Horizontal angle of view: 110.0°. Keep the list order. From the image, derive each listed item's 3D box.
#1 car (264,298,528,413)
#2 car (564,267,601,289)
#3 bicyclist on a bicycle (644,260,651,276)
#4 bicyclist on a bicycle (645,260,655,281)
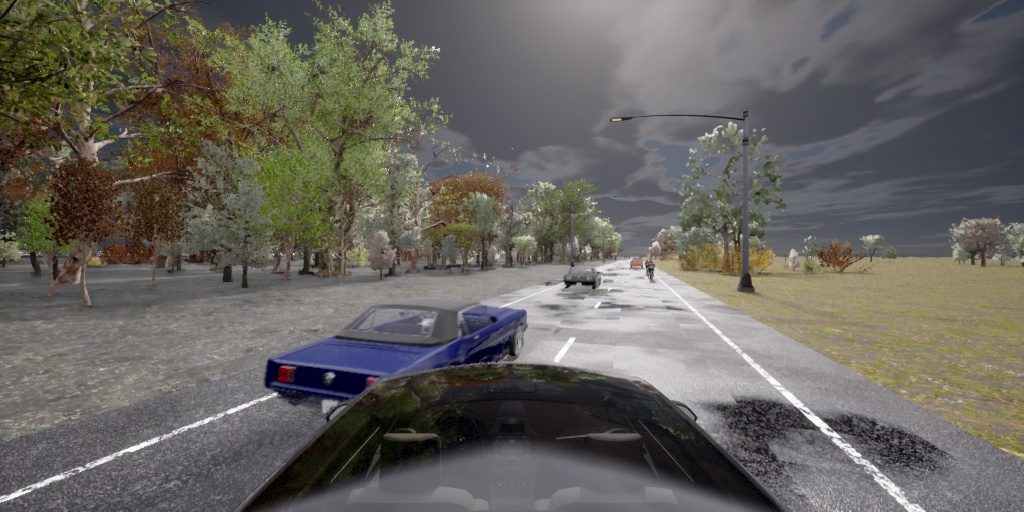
[{"bbox_3d":[-1.198,1.351,5.959,1.895,1.301,4.718,0,0,19],"label":"car"},{"bbox_3d":[4.681,1.355,23.242,1.895,1.301,4.718,0,0,19],"label":"car"},{"bbox_3d":[13.971,1.212,36.977,0.582,1.620,1.656,0,0,19],"label":"bicyclist on a bicycle"},{"bbox_3d":[11.088,1.209,28.507,0.582,1.620,1.656,0,0,19],"label":"bicyclist on a bicycle"}]
